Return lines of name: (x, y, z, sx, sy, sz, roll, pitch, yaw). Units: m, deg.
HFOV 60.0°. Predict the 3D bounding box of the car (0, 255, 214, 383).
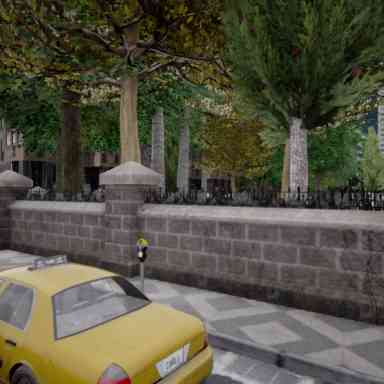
car: (-2.052, 1.525, 4.419, 4.829, 1.417, 1.752, 0, 0, 35)
